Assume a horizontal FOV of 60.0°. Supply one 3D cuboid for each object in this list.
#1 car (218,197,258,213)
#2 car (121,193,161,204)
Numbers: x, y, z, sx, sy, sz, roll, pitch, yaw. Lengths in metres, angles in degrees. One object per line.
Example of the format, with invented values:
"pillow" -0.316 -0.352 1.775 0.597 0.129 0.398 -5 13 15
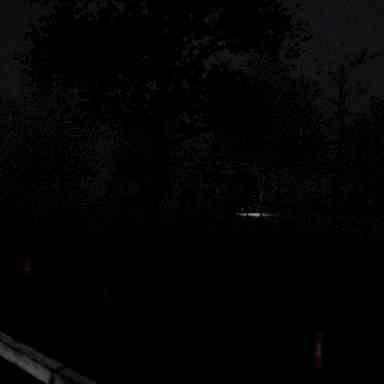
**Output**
"car" 4.013 1.097 29.304 1.994 1.385 4.181 1 1 -24
"car" -6.206 0.818 40.541 4.718 1.301 1.895 1 1 3
